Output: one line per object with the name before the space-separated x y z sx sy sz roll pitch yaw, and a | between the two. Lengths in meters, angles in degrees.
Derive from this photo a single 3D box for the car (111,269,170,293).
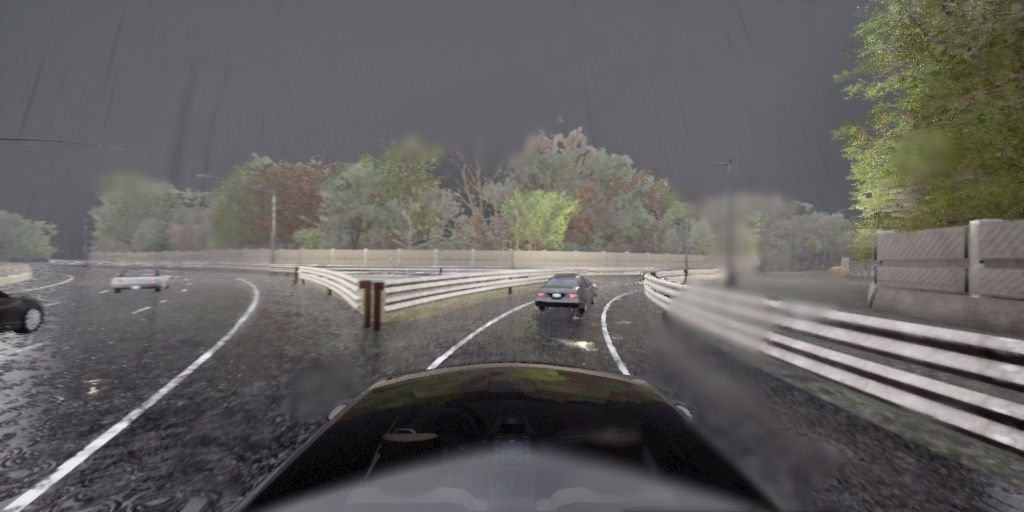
car | -21.751 1.428 21.220 1.895 1.301 4.718 1 -1 -38

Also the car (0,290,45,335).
car | -12.329 1.225 7.462 1.837 1.490 4.892 1 -1 -29

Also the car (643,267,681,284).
car | 13.798 1.791 32.761 4.902 1.511 2.128 1 -1 -43

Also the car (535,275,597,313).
car | 2.439 1.506 15.258 2.033 1.411 5.357 0 -1 19
